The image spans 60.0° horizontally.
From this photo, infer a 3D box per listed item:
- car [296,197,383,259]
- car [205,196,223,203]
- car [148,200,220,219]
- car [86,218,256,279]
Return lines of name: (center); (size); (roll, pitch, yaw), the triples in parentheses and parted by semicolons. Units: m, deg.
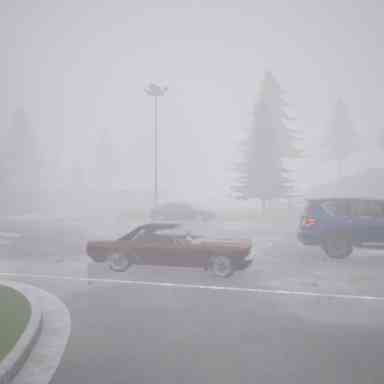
car: (6.564, 1.217, 11.696); (5.566, 2.045, 2.150); (0, 0, 13)
car: (4.535, 1.483, 69.439); (2.128, 1.511, 4.902); (0, 0, -33)
car: (-0.727, 1.504, 24.168); (4.892, 1.490, 1.837); (0, 0, 13)
car: (-0.526, 1.600, 9.747); (4.718, 1.301, 1.895); (0, 0, 13)
